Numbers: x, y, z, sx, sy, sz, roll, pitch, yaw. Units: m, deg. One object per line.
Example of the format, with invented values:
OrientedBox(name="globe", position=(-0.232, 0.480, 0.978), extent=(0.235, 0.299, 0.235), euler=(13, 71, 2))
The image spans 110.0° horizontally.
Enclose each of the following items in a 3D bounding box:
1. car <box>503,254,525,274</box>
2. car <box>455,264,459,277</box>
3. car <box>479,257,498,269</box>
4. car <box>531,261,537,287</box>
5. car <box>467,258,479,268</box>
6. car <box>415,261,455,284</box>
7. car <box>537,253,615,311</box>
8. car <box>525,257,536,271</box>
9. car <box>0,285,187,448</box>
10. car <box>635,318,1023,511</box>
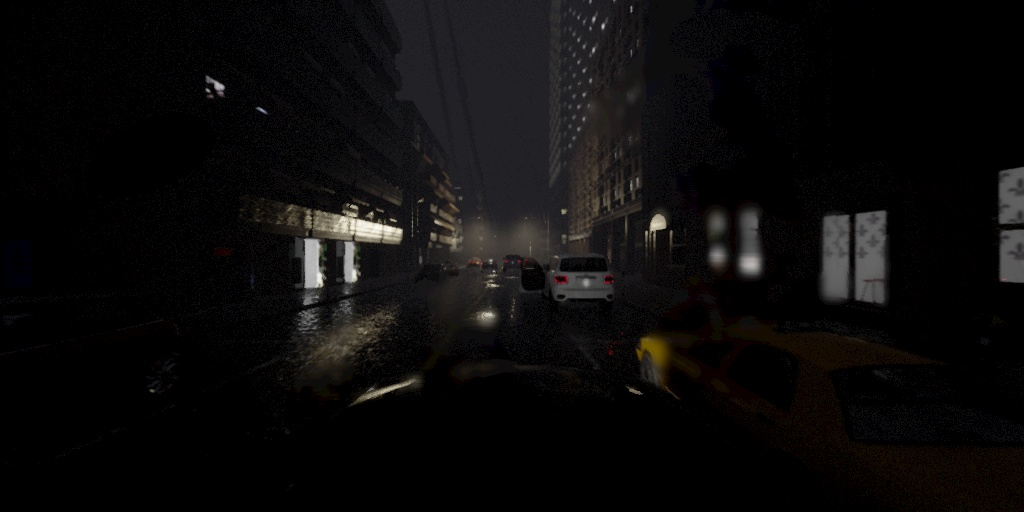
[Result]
OrientedBox(name="car", position=(0.094, 0.808, 42.816), extent=(2.150, 2.045, 5.566), euler=(0, -1, 0))
OrientedBox(name="car", position=(-5.685, 1.161, 31.506), extent=(1.751, 1.417, 4.829), euler=(0, 0, 0))
OrientedBox(name="car", position=(-3.030, 1.137, 49.763), extent=(1.994, 1.385, 4.181), euler=(0, 0, 1))
OrientedBox(name="car", position=(2.695, 1.221, 26.025), extent=(1.948, 1.339, 4.313), euler=(0, 0, 0))
OrientedBox(name="car", position=(-5.680, 0.998, 54.269), extent=(1.967, 1.591, 4.097), euler=(0, 0, 0))
OrientedBox(name="car", position=(-5.686, 1.222, 26.027), extent=(1.948, 1.339, 4.313), euler=(0, 0, 0))
OrientedBox(name="car", position=(2.397, 0.920, 14.265), extent=(2.150, 2.045, 5.566), euler=(0, 0, 0))
OrientedBox(name="car", position=(2.700, 1.102, 54.267), extent=(1.888, 1.381, 4.507), euler=(0, 0, 0))
OrientedBox(name="car", position=(-5.690, 1.184, 3.434), extent=(1.967, 1.591, 4.097), euler=(0, 0, 0))
OrientedBox(name="car", position=(2.691, 1.268, 3.602), extent=(1.751, 1.417, 4.829), euler=(0, 0, 0))
